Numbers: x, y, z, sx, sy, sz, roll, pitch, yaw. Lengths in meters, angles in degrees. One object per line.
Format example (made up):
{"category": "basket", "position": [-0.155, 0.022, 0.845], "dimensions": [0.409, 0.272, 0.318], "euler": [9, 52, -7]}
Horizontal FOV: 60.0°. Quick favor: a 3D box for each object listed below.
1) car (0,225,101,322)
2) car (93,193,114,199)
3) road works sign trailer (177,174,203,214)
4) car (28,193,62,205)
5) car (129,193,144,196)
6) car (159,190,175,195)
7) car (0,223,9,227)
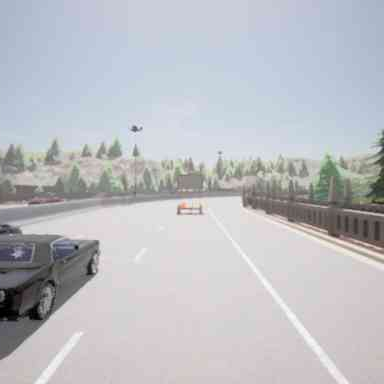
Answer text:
{"category": "car", "position": [-3.402, 1.526, 7.063], "dimensions": [1.895, 1.301, 4.718], "euler": [0, 1, 0]}
{"category": "car", "position": [-16.365, 0.858, 61.488], "dimensions": [1.882, 1.535, 5.008], "euler": [0, 1, 17]}
{"category": "road works sign trailer", "position": [-0.154, 0.146, 30.508], "dimensions": [2.380, 3.560, 2.880], "euler": [0, 1, 3]}
{"category": "car", "position": [-17.100, 0.951, 38.878], "dimensions": [2.097, 1.767, 4.553], "euler": [0, 1, 5]}
{"category": "car", "position": [-9.924, 0.917, 58.608], "dimensions": [1.812, 1.442, 4.674], "euler": [0, 1, 17]}
{"category": "car", "position": [-5.825, 0.400, 78.147], "dimensions": [2.097, 1.767, 4.553], "euler": [0, 1, 25]}
{"category": "car", "position": [-6.903, 1.400, 9.937], "dimensions": [1.837, 1.490, 4.892], "euler": [0, 1, 0]}
